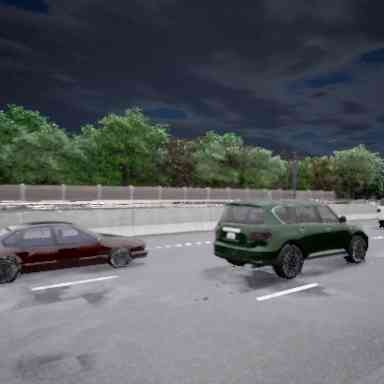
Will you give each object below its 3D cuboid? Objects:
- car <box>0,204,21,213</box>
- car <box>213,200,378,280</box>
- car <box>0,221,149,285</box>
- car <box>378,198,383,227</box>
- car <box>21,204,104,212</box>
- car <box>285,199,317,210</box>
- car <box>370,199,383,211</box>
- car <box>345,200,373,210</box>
[{"bbox_3d":[-13.450,1.575,24.491,4.181,1.385,1.994,0,0,-35],"label":"car"},{"bbox_3d":[3.215,1.259,10.338,5.566,2.045,2.150,0,0,-35],"label":"car"},{"bbox_3d":[-3.965,1.555,9.516,5.357,1.411,2.033,0,0,-35],"label":"car"},{"bbox_3d":[14.915,1.423,22.981,5.566,2.045,2.150,1,-1,-36],"label":"car"},{"bbox_3d":[-8.760,1.573,23.537,5.357,1.411,2.033,0,0,-36],"label":"car"},{"bbox_3d":[16.423,1.911,50.059,5.008,1.535,1.882,1,-1,-35],"label":"car"},{"bbox_3d":[29.347,1.940,50.595,4.553,1.767,2.097,1,-1,-35],"label":"car"},{"bbox_3d":[26.631,2.079,52.977,4.892,1.490,1.837,1,-1,-35],"label":"car"}]
